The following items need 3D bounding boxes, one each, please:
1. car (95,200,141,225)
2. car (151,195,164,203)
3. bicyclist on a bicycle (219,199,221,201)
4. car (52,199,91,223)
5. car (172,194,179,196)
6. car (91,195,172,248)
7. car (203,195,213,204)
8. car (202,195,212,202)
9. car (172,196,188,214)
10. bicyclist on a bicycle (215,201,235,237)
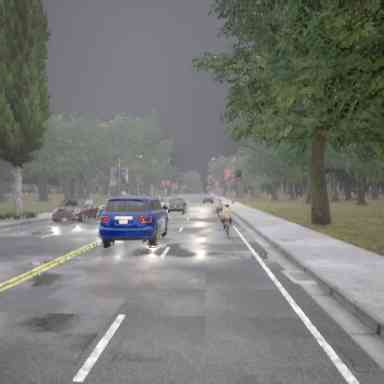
[{"bbox_3d":[-5.390,1.440,24.899,2.128,1.511,4.902,0,0,3],"label":"car"},{"bbox_3d":[-6.724,1.395,65.855,1.812,1.442,4.674,0,0,3],"label":"car"},{"bbox_3d":[2.187,1.384,26.181,0.866,1.612,1.509,0,0,2],"label":"bicyclist on a bicycle"},{"bbox_3d":[-8.638,1.299,25.023,2.097,1.767,4.553,0,0,3],"label":"car"},{"bbox_3d":[-3.457,1.221,66.189,2.097,1.767,4.553,0,0,3],"label":"car"},{"bbox_3d":[-2.391,1.191,14.870,2.150,2.045,5.566,0,0,3],"label":"car"},{"bbox_3d":[2.875,1.388,59.489,1.837,1.490,4.892,0,0,3],"label":"car"},{"bbox_3d":[3.434,1.383,74.094,2.128,1.511,4.902,0,0,3],"label":"car"},{"bbox_3d":[-1.502,1.477,34.564,2.033,1.411,5.357,0,0,3],"label":"car"},{"bbox_3d":[1.762,1.403,16.750,0.866,1.612,1.509,0,0,2],"label":"bicyclist on a bicycle"}]
